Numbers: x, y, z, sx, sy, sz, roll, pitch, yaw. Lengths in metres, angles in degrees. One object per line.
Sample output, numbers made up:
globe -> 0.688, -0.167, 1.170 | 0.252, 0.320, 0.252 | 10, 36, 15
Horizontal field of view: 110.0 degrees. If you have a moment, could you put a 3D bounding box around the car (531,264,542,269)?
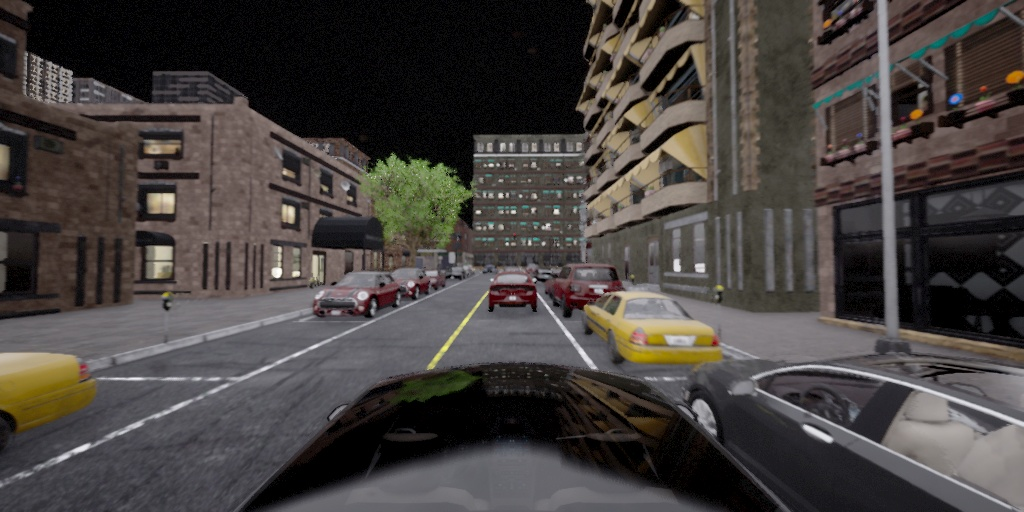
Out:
car -> 2.677, 1.650, 30.643 | 1.948, 1.339, 4.313 | 0, 0, 0

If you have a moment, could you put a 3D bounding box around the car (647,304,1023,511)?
car -> 2.691, 1.307, 2.212 | 2.007, 1.370, 4.403 | 0, 0, 0

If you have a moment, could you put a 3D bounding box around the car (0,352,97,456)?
car -> -5.657, 1.280, 1.980 | 1.751, 1.417, 4.829 | 0, 0, 0

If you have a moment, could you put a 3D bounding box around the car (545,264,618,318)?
car -> 2.685, 1.201, 13.585 | 2.192, 1.841, 5.009 | 0, 0, 0

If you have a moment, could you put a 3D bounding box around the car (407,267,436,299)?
car -> -5.665, 1.390, 19.209 | 1.967, 1.591, 4.097 | 0, 0, 0

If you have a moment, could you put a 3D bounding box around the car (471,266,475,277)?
car -> -5.675, 1.767, 41.954 | 2.007, 1.370, 4.403 | 0, 0, 0

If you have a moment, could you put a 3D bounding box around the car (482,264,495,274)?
car -> -3.069, 1.885, 50.687 | 1.994, 1.385, 4.181 | 0, -1, 1

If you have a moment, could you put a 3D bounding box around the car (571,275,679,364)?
car -> 2.688, 1.346, 8.068 | 1.751, 1.417, 4.829 | 0, 0, 0

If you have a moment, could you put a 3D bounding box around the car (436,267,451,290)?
car -> -5.667, 1.598, 24.895 | 1.802, 1.307, 4.207 | 0, 0, 0

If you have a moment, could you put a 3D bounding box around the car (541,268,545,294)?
car -> 2.683, 1.534, 19.271 | 1.802, 1.307, 4.207 | 0, 0, 0

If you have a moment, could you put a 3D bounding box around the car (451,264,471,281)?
car -> -5.673, 1.715, 36.267 | 1.948, 1.339, 4.313 | 0, 0, 0

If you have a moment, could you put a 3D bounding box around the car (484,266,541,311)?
car -> 0.047, 1.384, 15.391 | 1.882, 1.535, 5.008 | 0, 0, 0

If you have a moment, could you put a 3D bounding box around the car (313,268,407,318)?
car -> -5.662, 1.324, 13.521 | 1.967, 1.591, 4.097 | 0, 0, 0
